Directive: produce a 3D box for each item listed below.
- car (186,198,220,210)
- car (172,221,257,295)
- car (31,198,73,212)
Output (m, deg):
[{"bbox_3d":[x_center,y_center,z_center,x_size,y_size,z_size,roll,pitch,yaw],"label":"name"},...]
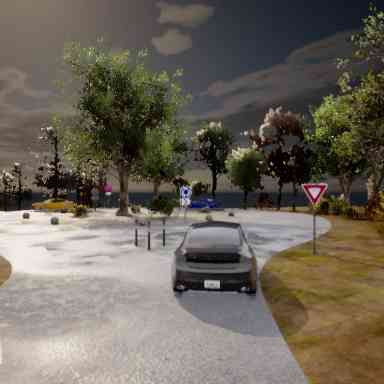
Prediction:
[{"bbox_3d":[1.307,1.557,44.195,5.008,1.535,1.882,0,-1,35],"label":"car"},{"bbox_3d":[0.658,1.522,8.817,1.837,1.490,4.892,0,0,6],"label":"car"},{"bbox_3d":[-16.930,1.550,40.368,1.882,1.535,5.008,-1,-1,39],"label":"car"}]
